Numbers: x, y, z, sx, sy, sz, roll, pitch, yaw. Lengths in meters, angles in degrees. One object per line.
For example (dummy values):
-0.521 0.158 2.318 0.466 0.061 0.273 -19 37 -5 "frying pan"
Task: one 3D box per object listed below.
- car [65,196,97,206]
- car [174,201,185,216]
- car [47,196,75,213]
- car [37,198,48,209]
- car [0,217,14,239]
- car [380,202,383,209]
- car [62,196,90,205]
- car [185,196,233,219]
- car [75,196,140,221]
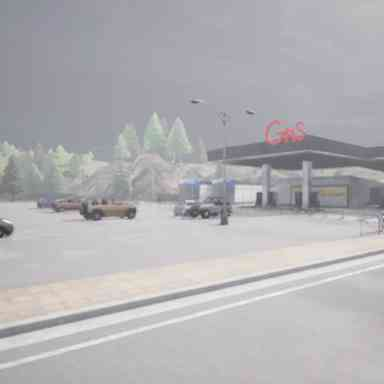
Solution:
-19.742 1.527 59.448 5.027 1.636 2.152 0 0 -36 "car"
0.272 1.558 31.645 3.806 1.475 1.970 0 0 -36 "car"
-13.279 1.492 37.206 4.514 1.523 2.007 0 0 -36 "car"
-19.071 1.514 45.350 3.633 1.501 1.845 0 0 -36 "car"
-10.682 1.490 15.195 4.514 1.523 2.007 0 0 -36 "car"
29.657 1.687 47.965 2.242 1.667 4.611 0 0 -36 "car"
-21.613 1.536 61.966 4.514 1.523 2.007 0 0 -36 "car"
1.714 1.274 28.587 3.866 1.878 1.905 0 0 -36 "car"
-6.595 1.292 26.671 4.605 1.855 1.932 0 0 -36 "car"
